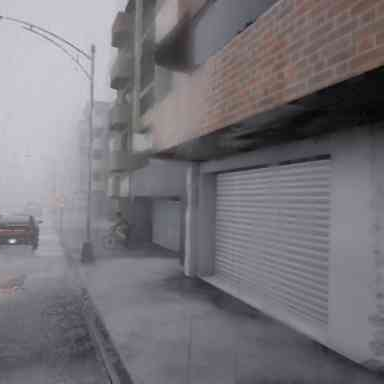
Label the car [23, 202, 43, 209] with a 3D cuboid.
[{"bbox_3d":[-20.155,1.997,42.243,2.097,1.767,4.553,2,-2,-24],"label":"car"}]

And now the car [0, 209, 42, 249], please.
[{"bbox_3d":[-8.121,1.732,15.421,1.837,1.490,4.892,2,-2,-24],"label":"car"}]

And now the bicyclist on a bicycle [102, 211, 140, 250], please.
[{"bbox_3d":[-3.000,1.653,14.240,1.656,1.620,0.582,2,-1,-24],"label":"bicyclist on a bicycle"}]
